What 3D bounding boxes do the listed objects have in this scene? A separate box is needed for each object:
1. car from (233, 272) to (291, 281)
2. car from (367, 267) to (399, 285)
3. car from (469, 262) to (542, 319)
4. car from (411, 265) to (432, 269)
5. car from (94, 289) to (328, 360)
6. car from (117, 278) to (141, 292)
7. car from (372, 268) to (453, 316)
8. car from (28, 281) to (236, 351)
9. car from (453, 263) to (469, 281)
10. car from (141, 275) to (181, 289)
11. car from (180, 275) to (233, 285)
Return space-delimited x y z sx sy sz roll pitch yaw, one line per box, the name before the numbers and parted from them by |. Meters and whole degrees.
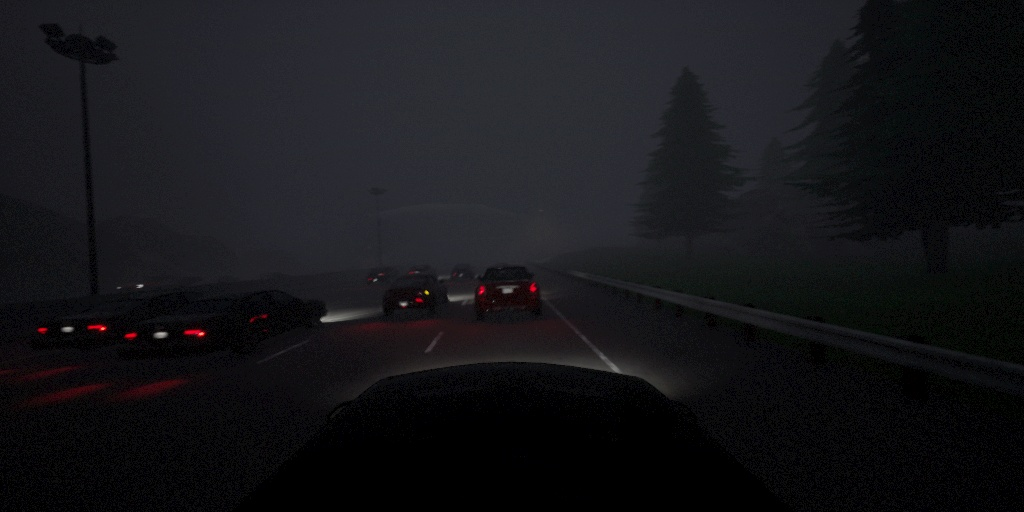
car | -21.964 2.208 32.193 1.882 1.535 5.008 -3 0 -1
car | -11.317 1.713 31.838 1.837 1.490 4.892 -3 0 -2
car | -0.198 1.074 13.023 2.097 1.767 4.553 -3 0 -2
car | -7.804 1.529 31.351 2.128 1.511 4.902 -3 0 -2
car | -7.066 1.618 9.631 2.033 1.411 5.357 -3 0 -2
car | -32.463 2.597 32.260 2.097 1.767 4.553 -3 0 -1
car | -3.746 1.418 14.366 1.812 1.442 4.674 -3 0 -2
car | -10.609 1.788 11.004 2.033 1.411 5.357 -3 0 -2
car | -4.344 1.391 32.109 1.812 1.442 4.674 -3 0 -2
car | -28.939 2.581 31.468 1.837 1.490 4.892 -3 0 -1
car | -25.429 2.430 30.988 1.812 1.442 4.674 -3 0 -1
